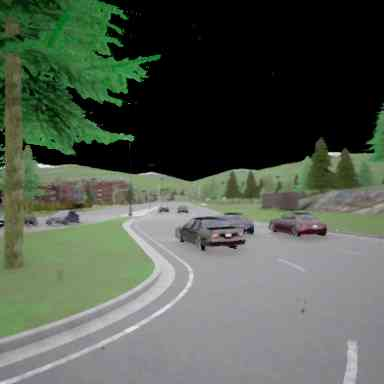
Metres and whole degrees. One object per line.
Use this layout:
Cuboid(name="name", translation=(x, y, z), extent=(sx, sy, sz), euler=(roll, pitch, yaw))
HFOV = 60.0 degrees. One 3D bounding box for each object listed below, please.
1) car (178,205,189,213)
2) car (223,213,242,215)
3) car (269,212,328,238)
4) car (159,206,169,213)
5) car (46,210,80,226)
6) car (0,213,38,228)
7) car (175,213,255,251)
Cuboid(name="car", translation=(-1.572, 3.018, 58.613), extent=(2.033, 1.411, 5.357), euler=(-1, -1, -3))
Cuboid(name="car", translation=(2.510, 2.066, 22.088), extent=(1.994, 1.385, 4.181), euler=(-1, -1, -15))
Cuboid(name="car", translation=(6.463, 1.956, 20.667), extent=(1.994, 1.385, 4.181), euler=(-1, -1, -14))
Cuboid(name="car", translation=(-5.310, 3.274, 63.999), extent=(1.895, 1.301, 4.718), euler=(-1, -1, -3))
Cuboid(name="car", translation=(-12.813, 2.596, 33.452), extent=(1.812, 1.442, 4.674), euler=(-1, -2, 4))
Cuboid(name="car", translation=(-16.555, 2.656, 31.461), extent=(1.994, 1.385, 4.181), euler=(-1, -1, 9))
Cuboid(name="car", translation=(0.716, 1.945, 16.392), extent=(2.033, 1.411, 5.357), euler=(-1, -1, -19))
